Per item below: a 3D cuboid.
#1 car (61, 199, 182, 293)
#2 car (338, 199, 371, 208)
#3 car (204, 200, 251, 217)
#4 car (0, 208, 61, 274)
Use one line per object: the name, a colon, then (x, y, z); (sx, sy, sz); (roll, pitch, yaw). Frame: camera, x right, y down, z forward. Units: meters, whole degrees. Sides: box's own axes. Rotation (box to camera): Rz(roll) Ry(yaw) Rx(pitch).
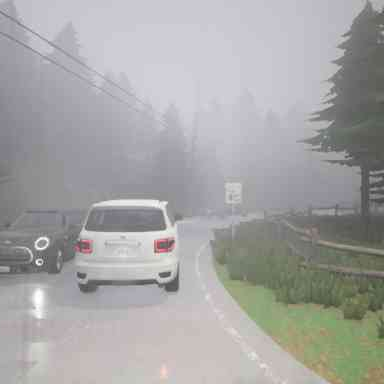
car: (-1.435, 1.200, 9.002); (2.150, 2.045, 5.566); (0, 0, -3)
car: (17.895, 1.453, 35.982); (4.902, 1.511, 2.128); (0, 0, -32)
car: (3.087, 1.433, 28.633); (4.902, 1.511, 2.128); (0, 0, -44)
car: (-4.536, 1.319, 10.483); (2.097, 1.767, 4.553); (0, 0, 4)
